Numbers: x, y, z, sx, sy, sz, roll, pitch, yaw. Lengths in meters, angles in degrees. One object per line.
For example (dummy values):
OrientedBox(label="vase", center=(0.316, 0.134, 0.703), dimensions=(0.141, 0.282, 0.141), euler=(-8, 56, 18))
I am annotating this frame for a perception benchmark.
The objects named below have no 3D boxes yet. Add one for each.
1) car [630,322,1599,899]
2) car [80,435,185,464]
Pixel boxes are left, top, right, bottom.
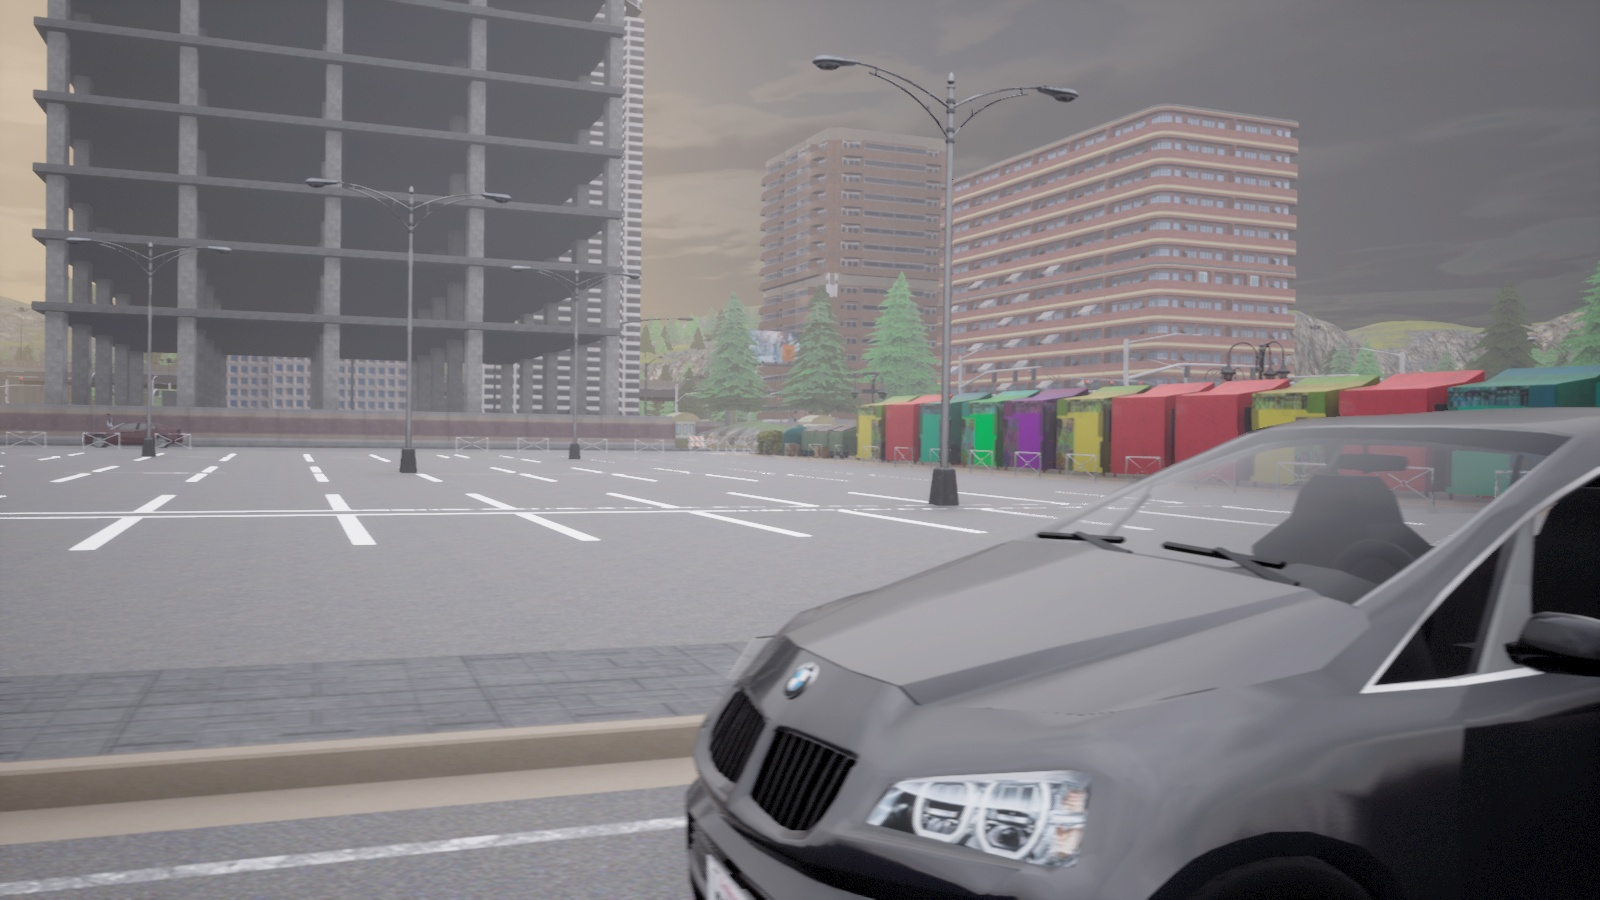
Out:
OrientedBox(label="car", center=(1.991, 0.575, 3.993), dimensions=(4.611, 1.667, 2.242), euler=(-1, 1, -21))
OrientedBox(label="car", center=(-37.104, -0.064, 69.927), dimensions=(5.008, 1.535, 1.882), euler=(-1, 1, -23))
